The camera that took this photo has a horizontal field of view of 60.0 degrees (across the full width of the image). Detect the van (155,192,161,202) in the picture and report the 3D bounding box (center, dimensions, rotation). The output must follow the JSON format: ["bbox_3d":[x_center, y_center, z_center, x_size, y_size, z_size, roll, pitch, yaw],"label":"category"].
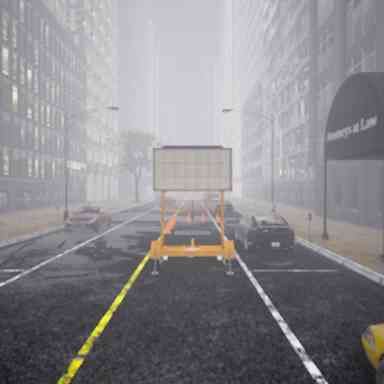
[{"bbox_3d":[-5.576,0.849,58.550,1.690,1.788,3.998,0,1,0],"label":"van"}]

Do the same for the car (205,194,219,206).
[{"bbox_3d":[2.759,1.250,35.737,1.887,1.381,4.507,0,0,0],"label":"car"}]

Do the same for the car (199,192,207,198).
[{"bbox_3d":[2.867,0.772,87.190,1.752,1.417,4.829,0,1,0],"label":"car"}]

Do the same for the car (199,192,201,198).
[{"bbox_3d":[2.805,0.823,58.528,2.192,1.841,5.009,0,1,0],"label":"car"}]

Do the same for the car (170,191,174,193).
[{"bbox_3d":[-5.550,0.957,69.945,2.008,1.369,4.403,0,1,0],"label":"car"}]

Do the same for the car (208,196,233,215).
[{"bbox_3d":[2.746,1.319,30.040,1.947,1.339,4.313,0,0,0],"label":"car"}]

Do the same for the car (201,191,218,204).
[{"bbox_3d":[2.781,0.923,47.131,2.192,1.841,5.009,0,1,0],"label":"car"}]

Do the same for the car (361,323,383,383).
[{"bbox_3d":[2.687,1.510,1.721,1.752,1.417,4.829,0,0,0],"label":"car"}]

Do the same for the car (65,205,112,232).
[{"bbox_3d":[-5.658,1.430,18.667,1.802,1.307,4.206,0,0,0],"label":"car"}]

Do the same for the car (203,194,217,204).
[{"bbox_3d":[2.794,1.103,52.831,1.887,1.381,4.507,0,1,0],"label":"car"}]

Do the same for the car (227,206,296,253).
[{"bbox_3d":[2.711,1.445,12.945,2.008,1.369,4.403,0,0,0],"label":"car"}]

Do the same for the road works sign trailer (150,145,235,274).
[{"bbox_3d":[0.018,0.380,10.229,2.380,3.560,2.880,0,0,0],"label":"road works sign trailer"}]

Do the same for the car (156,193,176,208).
[{"bbox_3d":[-3.010,1.221,41.438,1.994,1.385,4.181,0,0,0],"label":"car"}]
